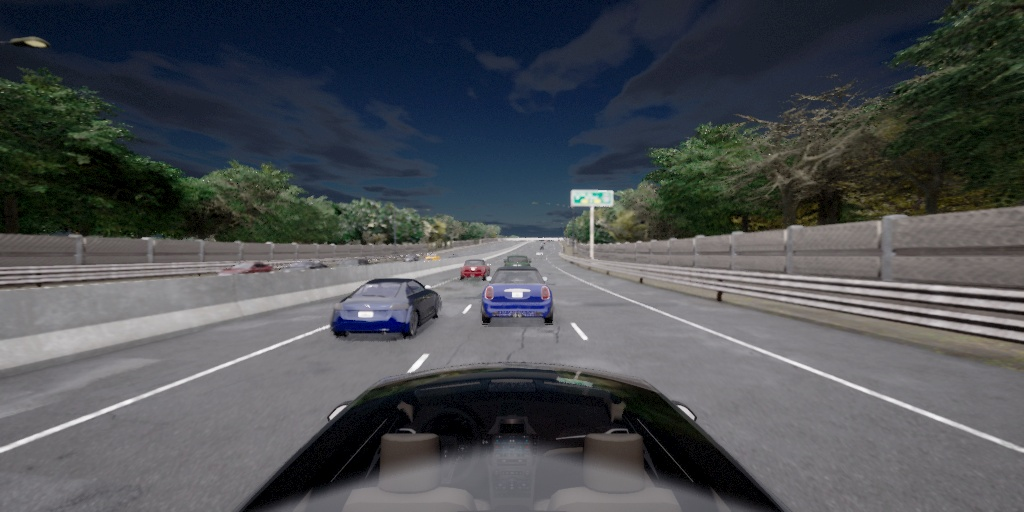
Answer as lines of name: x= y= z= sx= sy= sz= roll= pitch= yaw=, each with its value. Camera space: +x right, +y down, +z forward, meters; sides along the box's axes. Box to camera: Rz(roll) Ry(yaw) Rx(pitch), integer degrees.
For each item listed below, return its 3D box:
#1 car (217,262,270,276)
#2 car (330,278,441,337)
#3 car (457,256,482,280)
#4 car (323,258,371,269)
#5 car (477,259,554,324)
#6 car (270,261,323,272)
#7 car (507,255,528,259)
car: x=-20.767 y=1.223 z=28.316 sx=1.812 sy=1.442 sz=4.674 roll=0 pitch=0 yaw=1
car: x=-3.350 y=1.313 z=10.261 sx=1.994 sy=1.385 sz=4.181 roll=0 pitch=0 yaw=0
car: x=-3.017 y=1.045 z=30.350 sx=2.097 sy=1.767 sz=4.553 roll=0 pitch=0 yaw=1
car: x=-13.706 y=1.036 z=30.732 sx=2.097 sy=1.767 sz=4.553 roll=0 pitch=0 yaw=2
car: x=0.167 y=1.103 z=12.130 sx=2.097 sy=1.767 sz=4.553 roll=0 pitch=0 yaw=0
car: x=-17.230 y=1.180 z=29.875 sx=2.128 sy=1.511 sz=4.902 roll=0 pitch=0 yaw=1
car: x=0.469 y=0.920 z=29.953 sx=2.150 sy=2.045 sz=5.566 roll=0 pitch=0 yaw=1
